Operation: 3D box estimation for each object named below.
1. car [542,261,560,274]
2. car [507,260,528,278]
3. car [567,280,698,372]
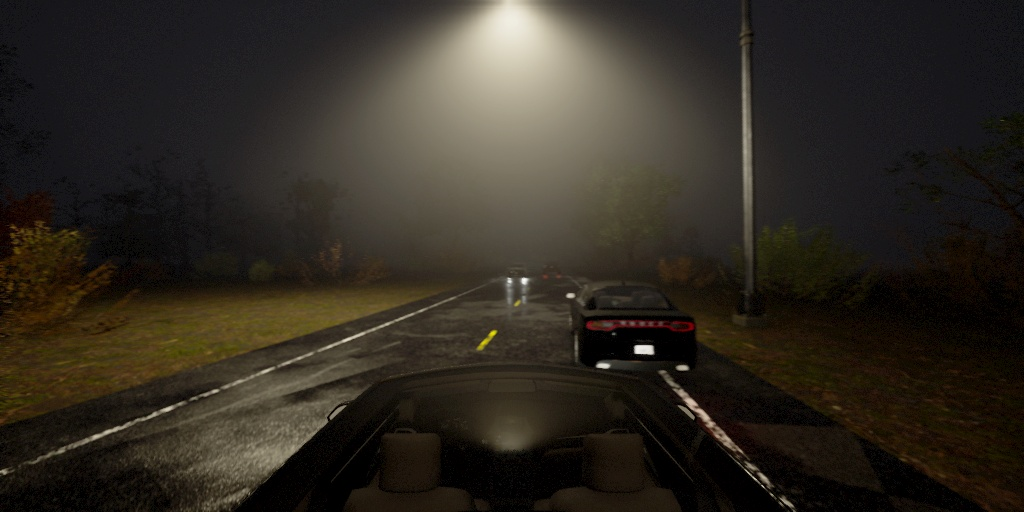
[{"bbox_3d":[4.989,1.371,45.461,2.097,1.767,4.553,-1,0,5],"label":"car"},{"bbox_3d":[0.612,1.513,37.732,1.837,1.490,4.892,-1,0,5],"label":"car"},{"bbox_3d":[2.261,1.255,7.779,1.882,1.535,5.008,-1,0,7],"label":"car"}]
